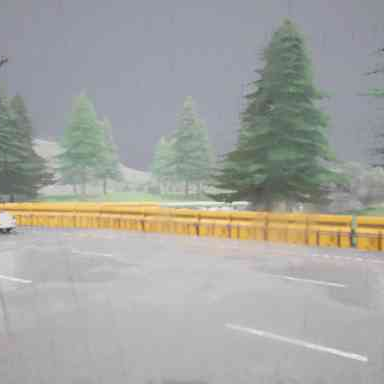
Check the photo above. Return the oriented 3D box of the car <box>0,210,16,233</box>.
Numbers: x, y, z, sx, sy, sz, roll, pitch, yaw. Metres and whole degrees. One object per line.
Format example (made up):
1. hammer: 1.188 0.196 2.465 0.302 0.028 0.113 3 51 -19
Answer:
1. car: -11.208 1.434 17.046 4.674 1.442 1.812 0 0 20
